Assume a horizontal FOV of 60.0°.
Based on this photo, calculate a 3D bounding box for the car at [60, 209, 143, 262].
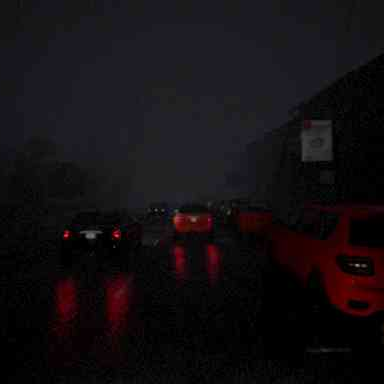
[{"bbox_3d":[-3.159,1.403,12.487,2.097,1.767,4.553,0,0,0],"label":"car"}]

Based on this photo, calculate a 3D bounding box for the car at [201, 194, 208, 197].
[{"bbox_3d":[3.183,1.583,57.094,2.185,1.767,4.553,0,0,0],"label":"car"}]

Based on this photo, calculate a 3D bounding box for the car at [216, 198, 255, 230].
[{"bbox_3d":[3.207,1.451,24.068,2.185,1.767,4.553,0,0,0],"label":"car"}]

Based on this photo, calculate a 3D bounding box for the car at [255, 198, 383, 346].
[{"bbox_3d":[3.220,1.259,7.427,2.435,2.045,5.566,0,0,0],"label":"car"}]

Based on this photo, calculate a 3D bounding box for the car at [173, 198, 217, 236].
[{"bbox_3d":[0.085,1.428,18.943,2.097,1.767,4.553,0,0,0],"label":"car"}]

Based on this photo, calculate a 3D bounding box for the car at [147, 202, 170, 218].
[{"bbox_3d":[-3.174,1.676,32.025,2.033,1.411,5.357,0,0,0],"label":"car"}]

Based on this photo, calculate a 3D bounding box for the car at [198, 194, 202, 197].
[{"bbox_3d":[3.157,1.776,73.694,2.231,1.521,4.892,0,0,0],"label":"car"}]

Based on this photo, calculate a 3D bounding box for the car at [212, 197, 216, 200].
[{"bbox_3d":[3.203,1.473,29.592,2.185,1.767,4.553,0,0,0],"label":"car"}]

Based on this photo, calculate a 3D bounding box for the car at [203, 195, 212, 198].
[{"bbox_3d":[3.184,1.684,51.783,1.946,1.575,5.366,0,0,0],"label":"car"}]

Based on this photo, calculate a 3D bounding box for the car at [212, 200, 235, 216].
[{"bbox_3d":[3.199,1.661,35.021,2.002,1.452,4.674,0,0,0],"label":"car"}]
